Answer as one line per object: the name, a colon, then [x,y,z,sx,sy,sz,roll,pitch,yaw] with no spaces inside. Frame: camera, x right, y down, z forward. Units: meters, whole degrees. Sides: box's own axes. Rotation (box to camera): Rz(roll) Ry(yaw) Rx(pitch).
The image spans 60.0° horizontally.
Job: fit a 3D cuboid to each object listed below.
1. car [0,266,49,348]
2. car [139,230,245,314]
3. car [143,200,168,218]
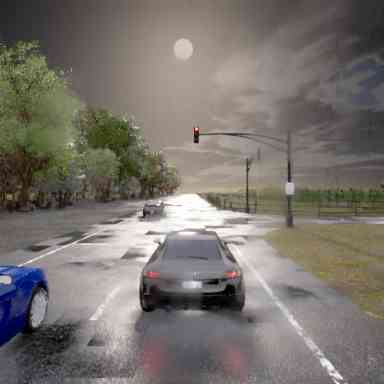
car: [-3.396,1.479,3.748,1.882,1.535,5.008,0,0,0]
car: [0.011,1.566,7.725,1.994,1.385,4.181,0,0,0]
car: [-3.361,1.499,30.639,2.128,1.511,4.902,0,0,0]
